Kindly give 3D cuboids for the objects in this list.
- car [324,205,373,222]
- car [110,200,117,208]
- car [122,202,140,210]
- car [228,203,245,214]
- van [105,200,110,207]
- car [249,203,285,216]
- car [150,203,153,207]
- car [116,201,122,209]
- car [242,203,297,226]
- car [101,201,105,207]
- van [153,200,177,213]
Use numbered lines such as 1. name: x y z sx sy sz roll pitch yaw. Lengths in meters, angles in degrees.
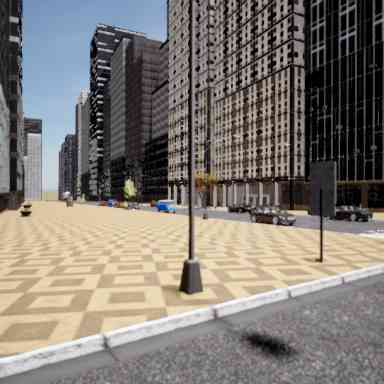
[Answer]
1. car: 13.780 1.876 29.608 2.008 1.369 4.403 -1 -1 -26
2. car: -15.706 2.754 71.597 1.887 1.381 4.507 -1 -1 -26
3. car: -10.832 2.547 61.459 2.008 1.369 4.403 -1 -1 -26
4. car: 6.469 2.193 44.814 1.947 1.339 4.313 -1 -1 -26
5. van: -18.146 2.658 76.667 1.690 1.788 3.998 -1 -1 -26
6. car: 8.906 2.092 39.746 1.947 1.339 4.313 -1 -1 -26
7. car: -8.152 2.838 75.227 1.802 1.307 4.206 -1 -1 -26
8. car: -13.196 2.624 66.375 1.752 1.417 4.829 -1 -1 -26
9. car: 6.228 1.829 25.977 2.008 1.369 4.403 -1 -1 -26
10. car: -23.016 3.079 86.802 1.887 1.381 4.507 -1 -1 -26
11. van: -3.524 2.024 46.256 1.690 1.788 3.998 -1 -1 -26
